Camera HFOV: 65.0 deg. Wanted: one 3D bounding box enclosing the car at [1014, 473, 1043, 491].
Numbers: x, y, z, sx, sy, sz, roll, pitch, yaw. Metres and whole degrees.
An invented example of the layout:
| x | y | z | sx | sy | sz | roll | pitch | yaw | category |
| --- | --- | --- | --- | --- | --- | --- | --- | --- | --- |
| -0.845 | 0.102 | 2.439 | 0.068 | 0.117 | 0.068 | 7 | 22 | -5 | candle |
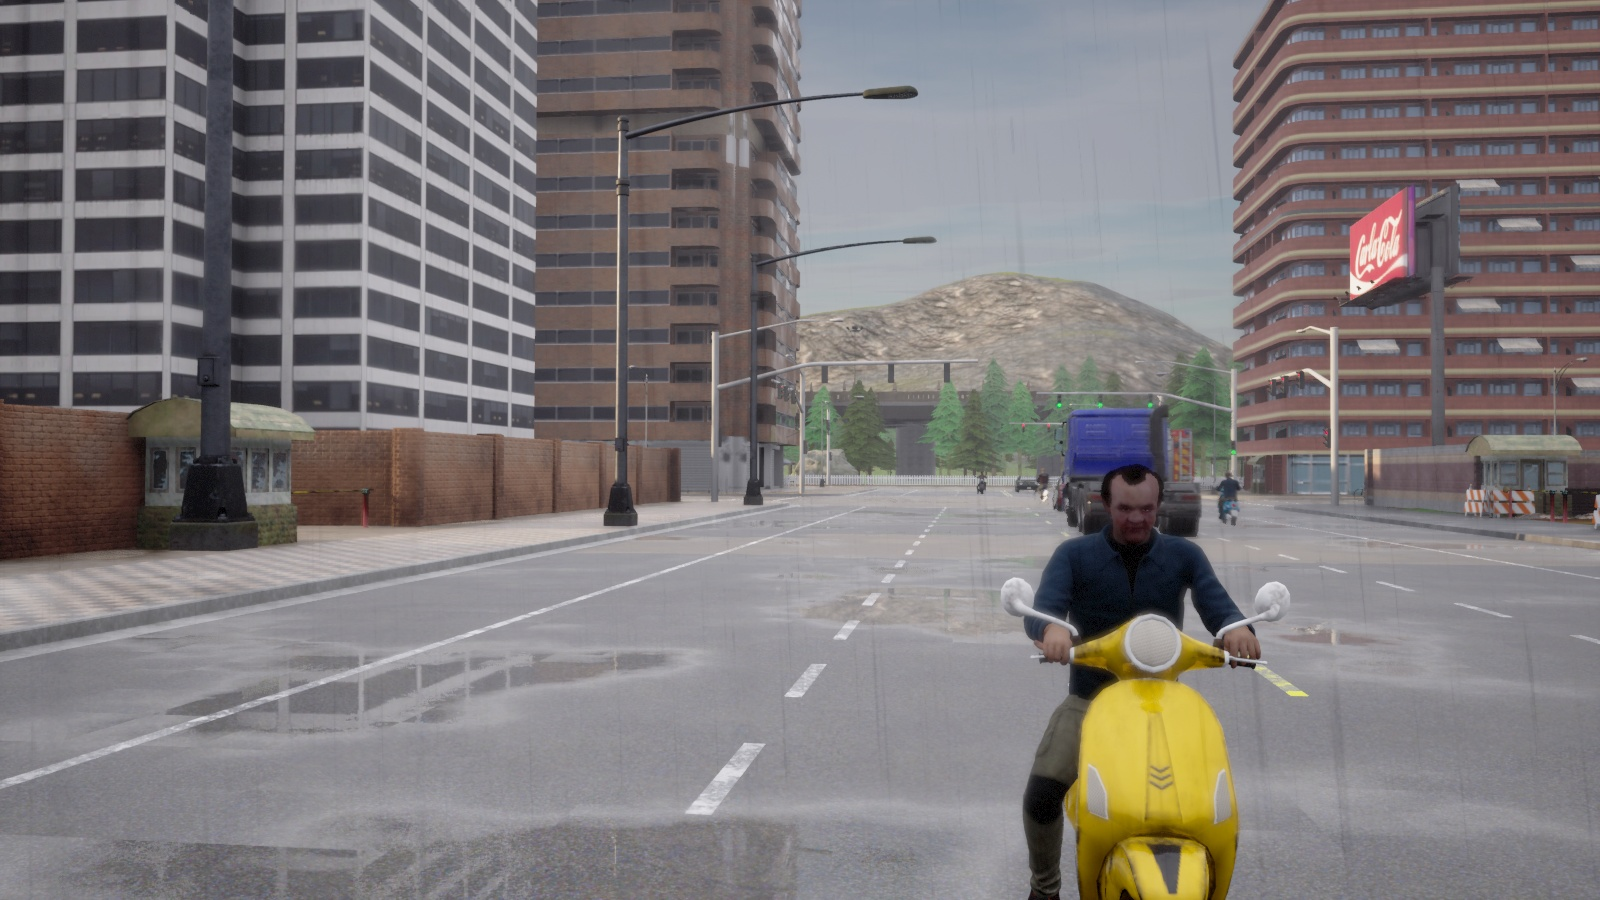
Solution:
| x | y | z | sx | sy | sz | roll | pitch | yaw | category |
| --- | --- | --- | --- | --- | --- | --- | --- | --- | --- |
| 17.337 | 2.444 | 95.418 | 1.895 | 1.301 | 4.718 | 0 | -1 | 8 | car |

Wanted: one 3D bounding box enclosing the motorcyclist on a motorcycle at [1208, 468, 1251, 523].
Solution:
| x | y | z | sx | sy | sz | roll | pitch | yaw | category |
| --- | --- | --- | --- | --- | --- | --- | --- | --- | --- |
| 12.808 | 1.345 | 37.520 | 0.866 | 1.590 | 1.817 | 0 | -1 | 8 | motorcyclist on a motorcycle |

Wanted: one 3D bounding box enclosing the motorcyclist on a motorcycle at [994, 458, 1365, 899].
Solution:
| x | y | z | sx | sy | sz | roll | pitch | yaw | category |
| --- | --- | --- | --- | --- | --- | --- | --- | --- | --- |
| 1.080 | 0.831 | 4.042 | 0.866 | 1.590 | 1.817 | 0 | -1 | 8 | motorcyclist on a motorcycle |

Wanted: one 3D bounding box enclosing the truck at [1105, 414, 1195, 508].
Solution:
| x | y | z | sx | sy | sz | roll | pitch | yaw | category |
| --- | --- | --- | --- | --- | --- | --- | --- | --- | --- |
| 15.473 | 0.528 | 56.103 | 2.891 | 3.827 | 8.468 | -1 | -1 | 9 | truck |

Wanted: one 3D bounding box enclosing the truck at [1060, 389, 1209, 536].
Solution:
| x | y | z | sx | sy | sz | roll | pitch | yaw | category |
| --- | --- | --- | --- | --- | --- | --- | --- | --- | --- |
| 8.735 | 0.362 | 33.684 | 2.891 | 3.462 | 7.936 | 0 | -1 | 8 | truck |

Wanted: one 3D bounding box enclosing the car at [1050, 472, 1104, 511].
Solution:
| x | y | z | sx | sy | sz | roll | pitch | yaw | category |
| --- | --- | --- | --- | --- | --- | --- | --- | --- | --- |
| 11.051 | 1.626 | 50.274 | 1.845 | 1.501 | 3.633 | 0 | -1 | 8 | car |
